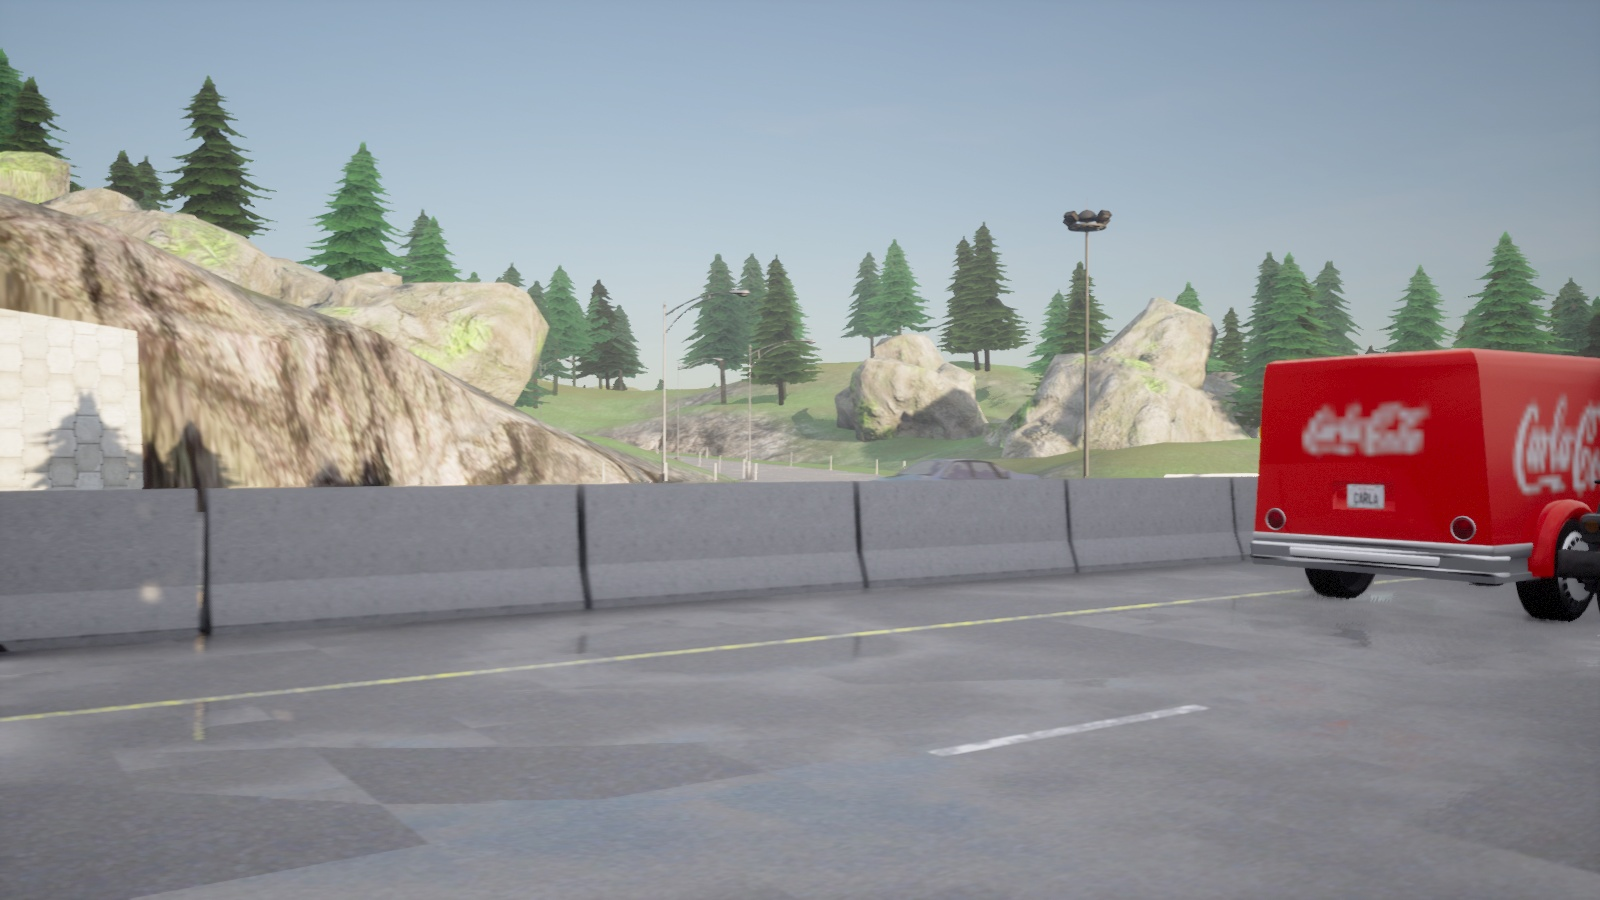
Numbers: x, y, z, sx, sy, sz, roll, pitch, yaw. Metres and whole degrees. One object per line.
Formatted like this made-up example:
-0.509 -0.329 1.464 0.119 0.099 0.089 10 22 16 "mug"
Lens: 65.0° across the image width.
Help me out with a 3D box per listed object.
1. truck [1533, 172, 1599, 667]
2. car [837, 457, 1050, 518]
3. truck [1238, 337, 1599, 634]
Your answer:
9.428 -0.211 10.224 7.936 3.462 2.891 0 0 -35 "truck"
3.686 0.896 31.808 5.357 1.411 2.033 0 0 -35 "car"
7.275 0.296 12.988 5.204 2.467 2.627 0 0 -35 "truck"
